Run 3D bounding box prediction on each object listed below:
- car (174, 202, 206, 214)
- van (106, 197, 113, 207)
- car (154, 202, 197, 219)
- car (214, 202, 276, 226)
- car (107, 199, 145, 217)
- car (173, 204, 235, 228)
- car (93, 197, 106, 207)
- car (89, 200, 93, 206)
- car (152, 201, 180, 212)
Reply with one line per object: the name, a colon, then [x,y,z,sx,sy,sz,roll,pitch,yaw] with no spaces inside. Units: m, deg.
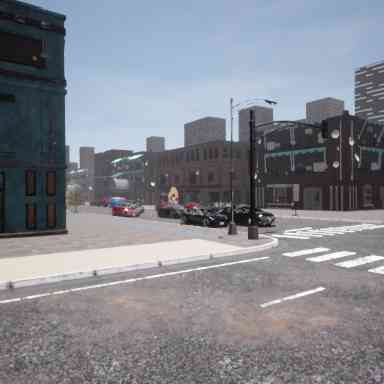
car: [-0.353,1.903,40.921,1.802,1.307,4.206,-2,0,-36]
van: [-13.228,1.906,58.936,1.690,1.788,3.998,-1,0,-36]
car: [-1.760,1.879,32.961,1.994,1.385,4.181,-1,0,-35]
car: [4.017,1.706,24.800,1.837,1.490,4.892,-1,0,-34]
car: [-7.173,1.846,36.048,1.967,1.590,4.097,-1,0,-36]
car: [0.797,1.814,24.686,1.947,1.339,4.313,-2,0,-36]
car: [-16.446,1.939,63.440,2.192,1.841,5.009,-1,0,-36]
car: [-19.659,2.227,67.944,1.887,1.381,4.507,-1,0,-36]
car: [-3.569,1.966,45.425,1.802,1.307,4.206,-2,0,-36]
